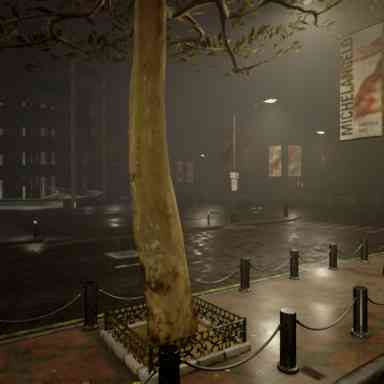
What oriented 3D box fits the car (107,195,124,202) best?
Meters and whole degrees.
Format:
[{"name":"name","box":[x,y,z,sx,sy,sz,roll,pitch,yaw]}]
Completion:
[{"name":"car","box":[-19.027,1.474,77.398,4.674,1.442,1.812,0,0,12]}]

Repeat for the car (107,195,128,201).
[{"name":"car","box":[-18.068,1.464,80.764,4.674,1.442,1.812,0,0,12]}]

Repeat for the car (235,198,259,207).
[{"name":"car","box":[8.013,1.564,49.576,1.994,1.385,4.181,0,0,-36]}]

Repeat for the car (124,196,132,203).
[{"name":"car","box":[-11.271,1.476,70.520,5.008,1.535,1.882,0,0,30]}]

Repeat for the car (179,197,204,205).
[{"name":"car","box":[-0.158,1.548,60.614,2.033,1.411,5.357,0,0,-39]}]
